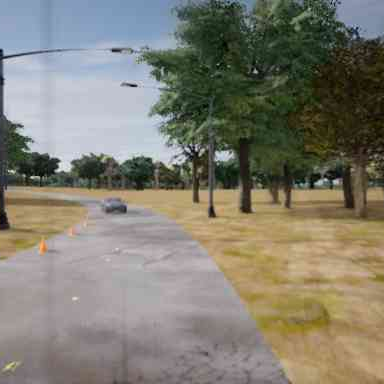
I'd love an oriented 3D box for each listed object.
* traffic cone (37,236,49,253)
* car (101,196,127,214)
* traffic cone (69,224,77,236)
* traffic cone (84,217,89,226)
[{"bbox_3d":[-5.667,1.992,12.695,0.340,0.580,0.340,0,0,-6],"label":"traffic cone"},{"bbox_3d":[-8.048,1.250,34.116,2.097,1.767,4.553,0,1,-23],"label":"car"},{"bbox_3d":[-6.282,1.985,17.553,0.340,0.580,0.340,0,0,-8],"label":"traffic cone"},{"bbox_3d":[-7.081,1.964,22.384,0.340,0.580,0.340,0,0,-10],"label":"traffic cone"}]
